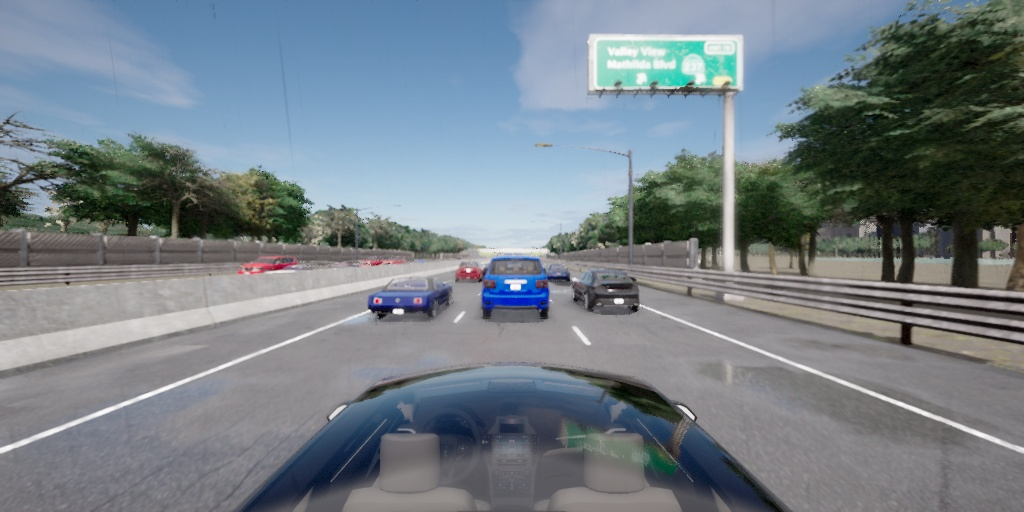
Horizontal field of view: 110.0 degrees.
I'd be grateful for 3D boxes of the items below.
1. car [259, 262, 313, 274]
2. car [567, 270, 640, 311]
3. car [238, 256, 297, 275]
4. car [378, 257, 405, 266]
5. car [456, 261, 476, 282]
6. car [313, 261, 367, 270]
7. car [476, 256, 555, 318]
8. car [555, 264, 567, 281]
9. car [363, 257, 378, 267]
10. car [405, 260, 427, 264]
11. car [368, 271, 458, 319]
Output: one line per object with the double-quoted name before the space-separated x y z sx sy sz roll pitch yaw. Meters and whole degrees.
"car" -17.515 1.415 28.799 1.895 1.301 4.718 0 0 0
"car" 3.621 1.286 14.521 1.837 1.490 4.892 0 0 0
"car" -20.997 1.041 31.330 2.150 2.045 5.566 0 0 0
"car" -17.252 1.096 52.730 2.150 2.045 5.566 0 0 1
"car" -3.314 1.168 29.530 2.097 1.767 4.553 0 0 0
"car" -14.009 1.341 29.515 1.812 1.442 4.674 0 0 0
"car" 0.114 1.002 13.187 2.150 2.045 5.566 0 0 0
"car" 3.691 1.382 30.287 1.994 1.385 4.181 0 0 0
"car" -20.729 1.097 53.597 2.150 2.045 5.566 0 0 1
"car" -13.758 1.350 52.963 1.882 1.535 5.008 0 0 1
"car" -3.385 1.379 12.947 1.895 1.301 4.718 0 0 0
